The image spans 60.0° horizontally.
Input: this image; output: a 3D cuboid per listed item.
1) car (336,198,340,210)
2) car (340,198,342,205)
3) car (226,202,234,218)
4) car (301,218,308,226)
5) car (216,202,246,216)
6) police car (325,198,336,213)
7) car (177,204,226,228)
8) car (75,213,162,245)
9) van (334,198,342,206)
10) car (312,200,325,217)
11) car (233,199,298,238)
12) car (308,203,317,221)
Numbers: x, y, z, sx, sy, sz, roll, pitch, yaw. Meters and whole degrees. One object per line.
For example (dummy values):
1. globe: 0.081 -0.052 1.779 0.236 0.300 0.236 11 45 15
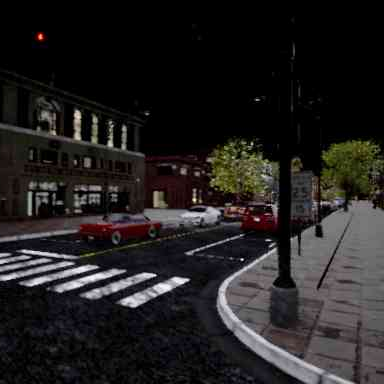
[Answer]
1. car: 21.388 1.966 51.896 2.097 1.767 4.553 0 0 27
2. car: 29.660 2.328 69.071 1.752 1.417 4.829 1 0 27
3. car: 4.762 1.680 32.897 2.097 1.767 4.553 0 0 27
4. car: 6.967 1.732 24.456 1.967 1.590 4.097 1 0 27
5. car: 4.516 1.926 38.126 1.947 1.339 4.313 1 0 27
6. police car: 18.295 1.968 45.771 1.930 1.638 5.238 0 0 27
7. car: 0.654 1.759 24.839 1.812 1.442 4.674 0 0 27
8. car: -3.494 1.739 16.679 1.895 1.301 4.718 0 0 27
9. van: 34.613 2.252 78.802 1.690 1.788 3.998 1 0 27
10. car: 11.996 1.722 34.338 2.192 1.841 5.009 1 0 27
11. car: 4.456 1.550 19.516 2.192 1.841 5.009 1 0 27
12. car: 9.478 1.901 29.397 2.008 1.369 4.403 1 0 27
